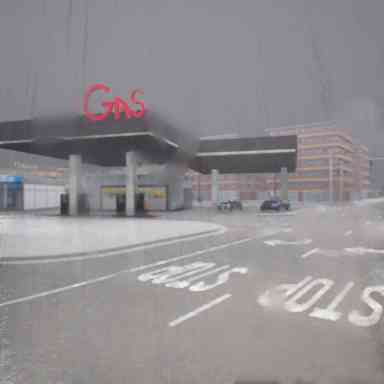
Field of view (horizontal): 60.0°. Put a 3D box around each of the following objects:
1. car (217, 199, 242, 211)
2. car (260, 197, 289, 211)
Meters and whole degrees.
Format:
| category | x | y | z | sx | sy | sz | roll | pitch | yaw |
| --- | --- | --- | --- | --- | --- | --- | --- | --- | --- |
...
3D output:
| category | x | y | z | sx | sy | sz | roll | pitch | yaw |
| --- | --- | --- | --- | --- | --- | --- | --- | --- | --- |
| car | 4.892 | 1.649 | 42.904 | 1.970 | 1.475 | 3.806 | -1 | 0 | 36 |
| car | 10.020 | 1.435 | 40.208 | 2.242 | 1.667 | 4.611 | -1 | 0 | 36 |
